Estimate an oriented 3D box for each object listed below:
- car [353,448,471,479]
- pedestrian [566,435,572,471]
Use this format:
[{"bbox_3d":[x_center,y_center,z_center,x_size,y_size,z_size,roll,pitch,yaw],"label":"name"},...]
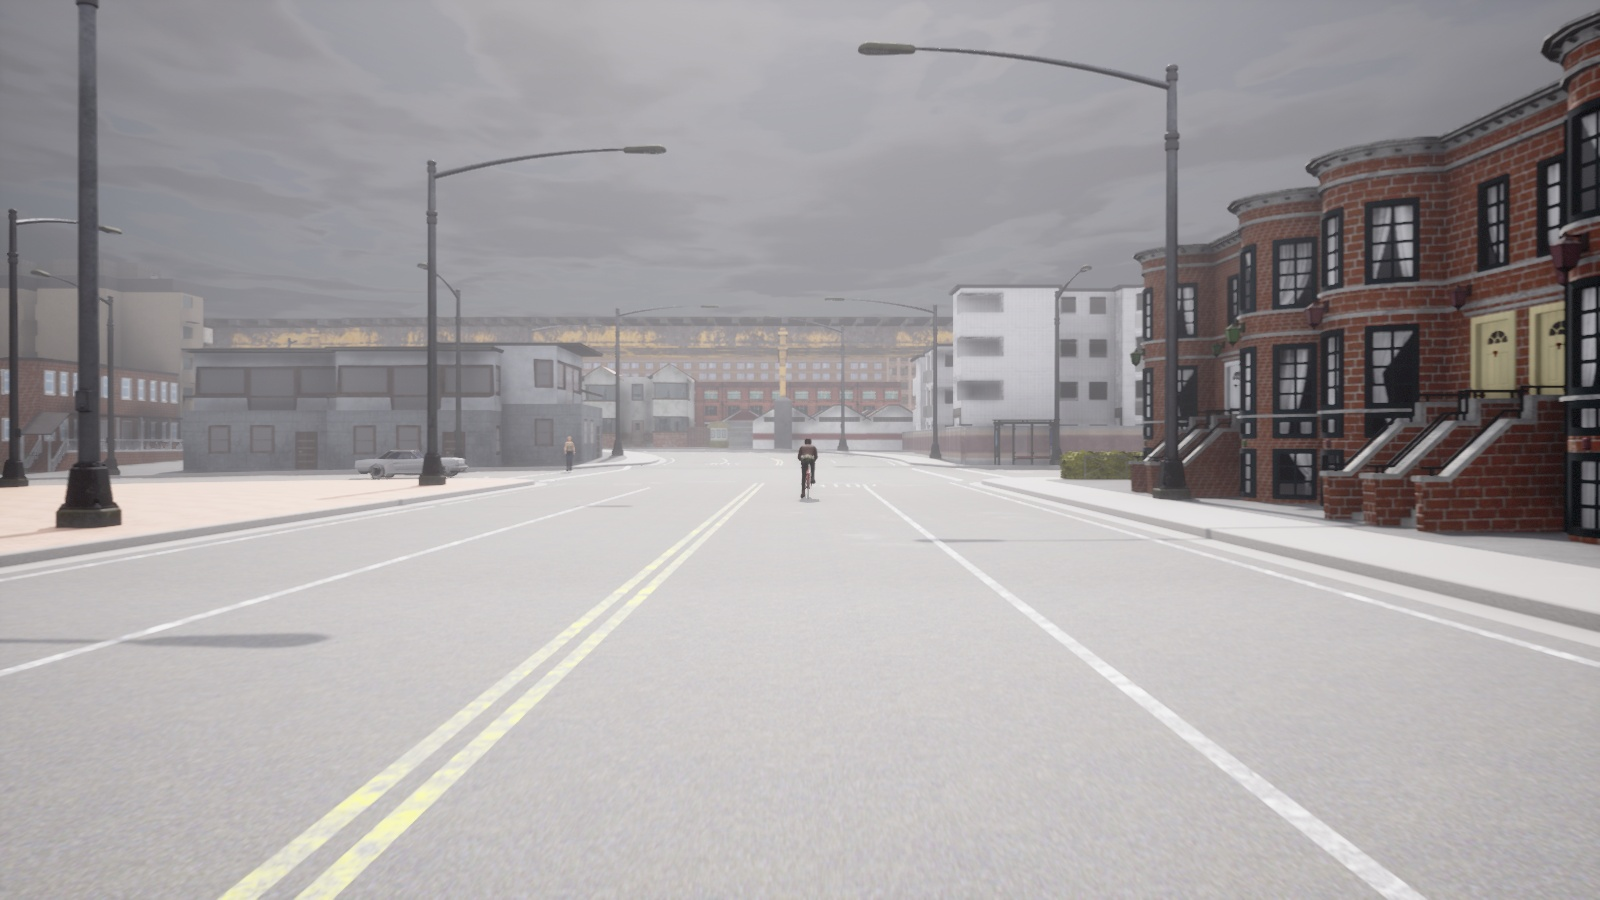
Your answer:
[{"bbox_3d":[-17.540,0.612,56.913,4.718,1.301,1.895,-1,0,-1],"label":"car"},{"bbox_3d":[-11.959,0.155,65.020,0.345,1.836,0.594,0,0,-10],"label":"pedestrian"}]
